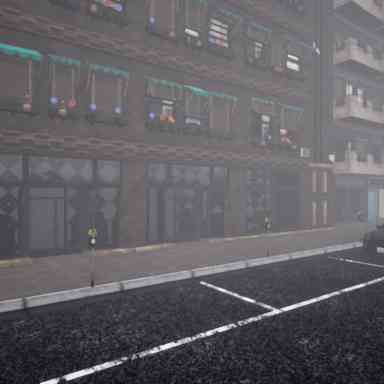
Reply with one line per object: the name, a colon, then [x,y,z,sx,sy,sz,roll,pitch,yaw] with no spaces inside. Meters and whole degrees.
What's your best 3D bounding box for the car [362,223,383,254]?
car: [8.093,1.565,12.311,4.313,1.339,1.947,0,0,-35]
